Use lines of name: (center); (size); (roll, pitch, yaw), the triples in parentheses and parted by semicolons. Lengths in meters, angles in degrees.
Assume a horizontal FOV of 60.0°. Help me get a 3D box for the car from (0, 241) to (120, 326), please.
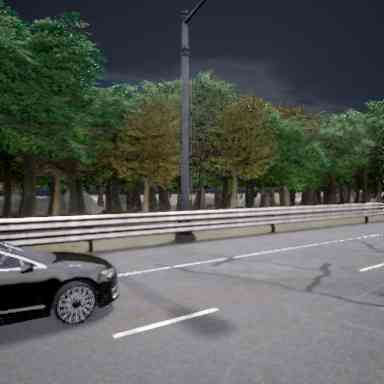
car: (-3.653, 1.492, 5.442); (4.902, 1.511, 2.128); (0, 0, -36)
